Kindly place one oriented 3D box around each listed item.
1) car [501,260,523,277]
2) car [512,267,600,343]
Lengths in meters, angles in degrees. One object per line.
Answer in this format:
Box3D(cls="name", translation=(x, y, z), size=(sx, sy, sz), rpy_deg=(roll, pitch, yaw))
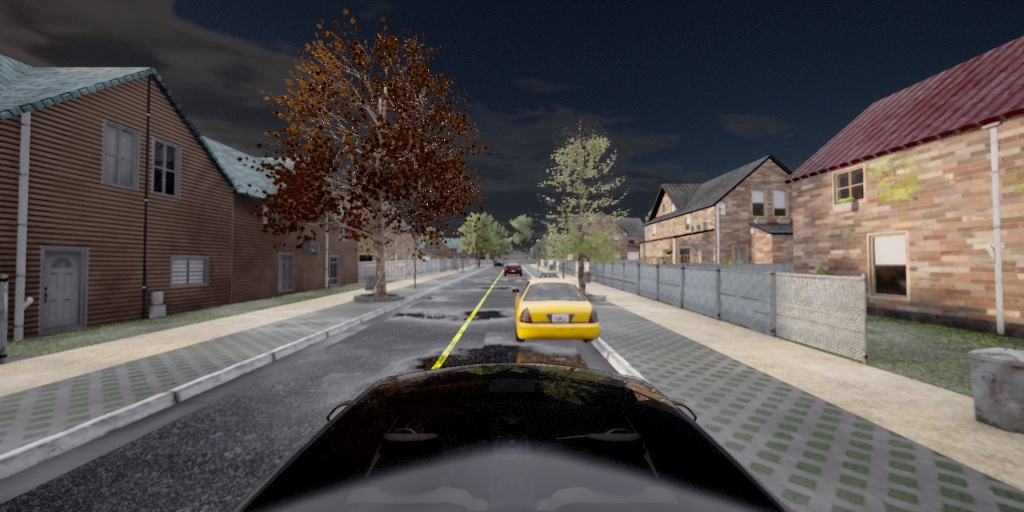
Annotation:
Box3D(cls="car", translation=(0.131, 1.377, 38.697), size=(1.882, 1.535, 5.008), rpy_deg=(0, 0, 0))
Box3D(cls="car", translation=(0.975, 1.236, 9.755), size=(1.801, 1.575, 5.366), rpy_deg=(0, 0, 0))
